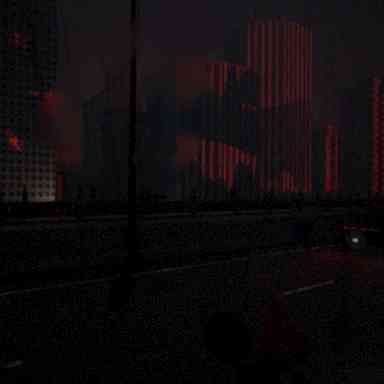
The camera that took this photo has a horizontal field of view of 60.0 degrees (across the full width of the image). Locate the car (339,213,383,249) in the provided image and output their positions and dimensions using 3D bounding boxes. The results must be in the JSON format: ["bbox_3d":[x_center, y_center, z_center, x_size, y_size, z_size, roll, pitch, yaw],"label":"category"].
[{"bbox_3d":[8.150,1.629,13.972,4.902,1.511,2.128,1,0,-35],"label":"car"}]
